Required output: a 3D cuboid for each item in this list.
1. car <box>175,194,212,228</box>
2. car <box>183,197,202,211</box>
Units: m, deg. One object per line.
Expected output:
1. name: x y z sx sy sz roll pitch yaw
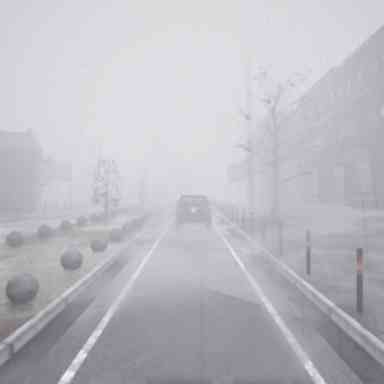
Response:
1. car: 0.094 1.144 21.389 2.150 2.045 5.566 0 0 0
2. car: 0.090 1.344 40.085 2.128 1.511 4.902 0 0 0
